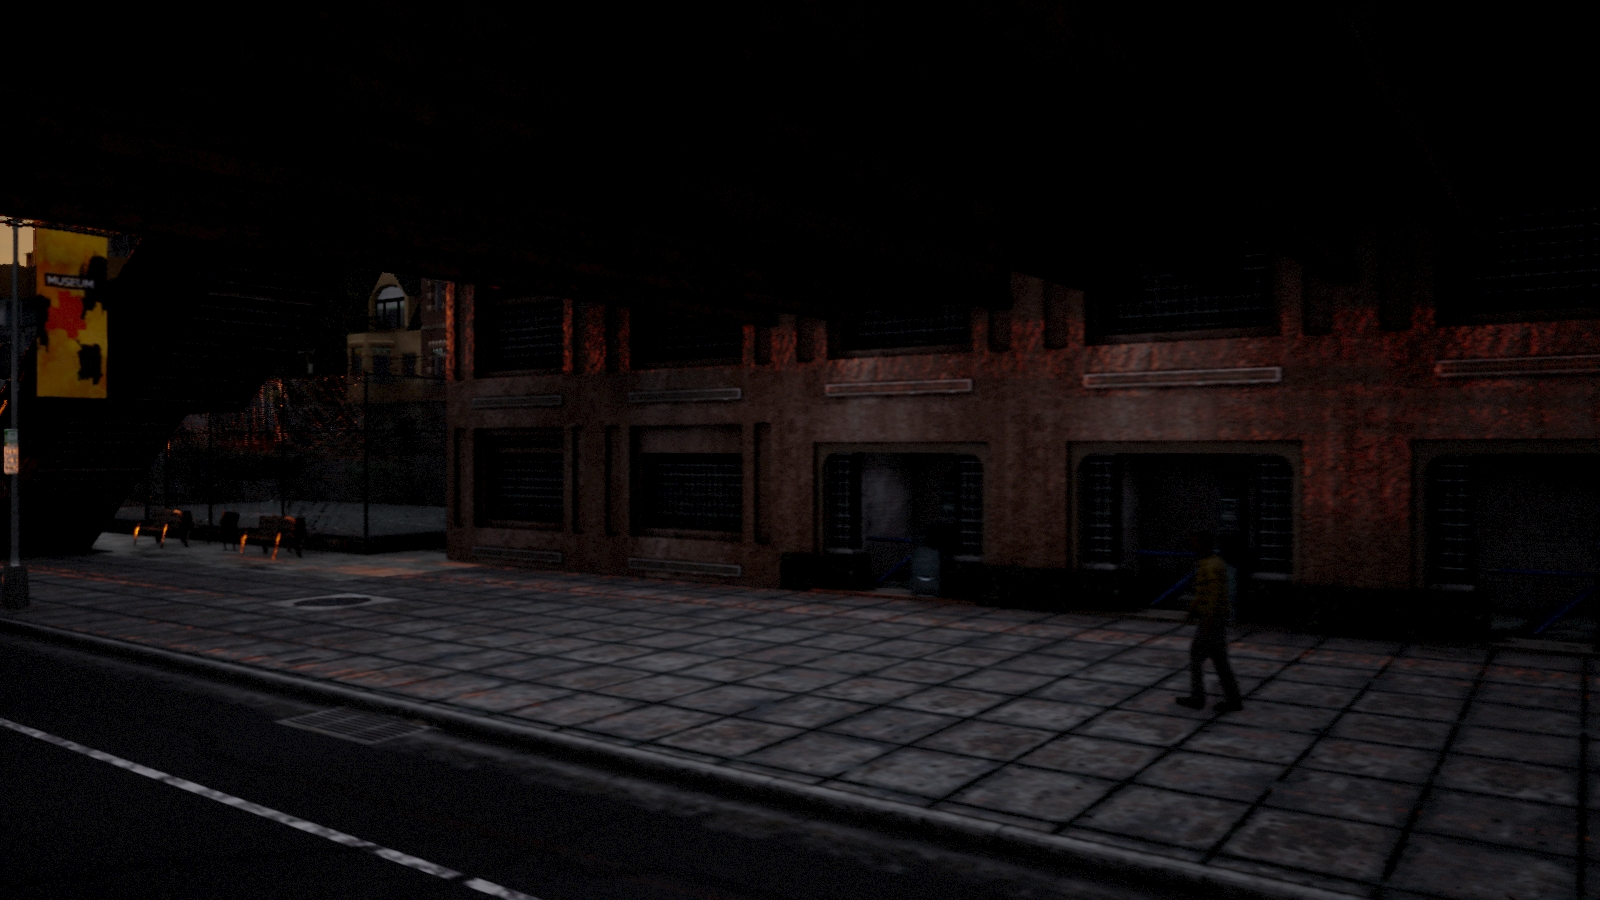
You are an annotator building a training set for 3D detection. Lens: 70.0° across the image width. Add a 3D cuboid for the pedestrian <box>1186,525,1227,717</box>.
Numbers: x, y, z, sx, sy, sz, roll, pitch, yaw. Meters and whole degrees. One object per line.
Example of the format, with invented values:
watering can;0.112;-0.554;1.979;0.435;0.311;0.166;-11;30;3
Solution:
pedestrian;4.092;1.697;11.498;0.375;1.860;0.375;0;0;21
